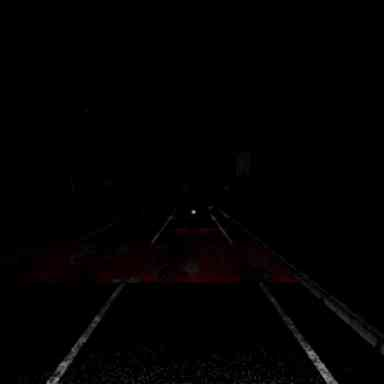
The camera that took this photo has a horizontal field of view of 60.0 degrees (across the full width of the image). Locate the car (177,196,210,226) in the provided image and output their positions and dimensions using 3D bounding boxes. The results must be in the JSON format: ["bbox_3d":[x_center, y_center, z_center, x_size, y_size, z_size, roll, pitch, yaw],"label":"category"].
[{"bbox_3d":[0.097,1.162,20.984,2.033,1.649,4.856,0,1,0],"label":"car"}]

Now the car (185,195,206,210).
[{"bbox_3d":[0.459,1.085,35.776,1.994,1.385,4.181,0,1,4],"label":"car"}]
